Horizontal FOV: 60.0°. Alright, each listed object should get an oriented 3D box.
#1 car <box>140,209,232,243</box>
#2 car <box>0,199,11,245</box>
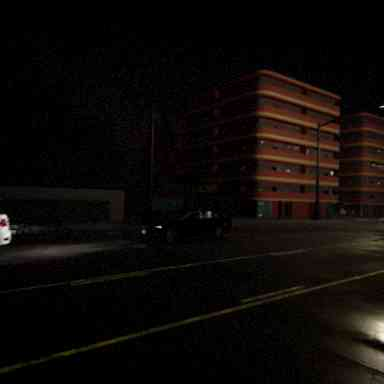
[{"bbox_3d":[-0.202,1.602,16.622,4.902,1.511,2.128,1,-1,-35],"label":"car"},{"bbox_3d":[-8.871,1.208,10.490,5.566,2.045,2.150,0,0,-35],"label":"car"}]
